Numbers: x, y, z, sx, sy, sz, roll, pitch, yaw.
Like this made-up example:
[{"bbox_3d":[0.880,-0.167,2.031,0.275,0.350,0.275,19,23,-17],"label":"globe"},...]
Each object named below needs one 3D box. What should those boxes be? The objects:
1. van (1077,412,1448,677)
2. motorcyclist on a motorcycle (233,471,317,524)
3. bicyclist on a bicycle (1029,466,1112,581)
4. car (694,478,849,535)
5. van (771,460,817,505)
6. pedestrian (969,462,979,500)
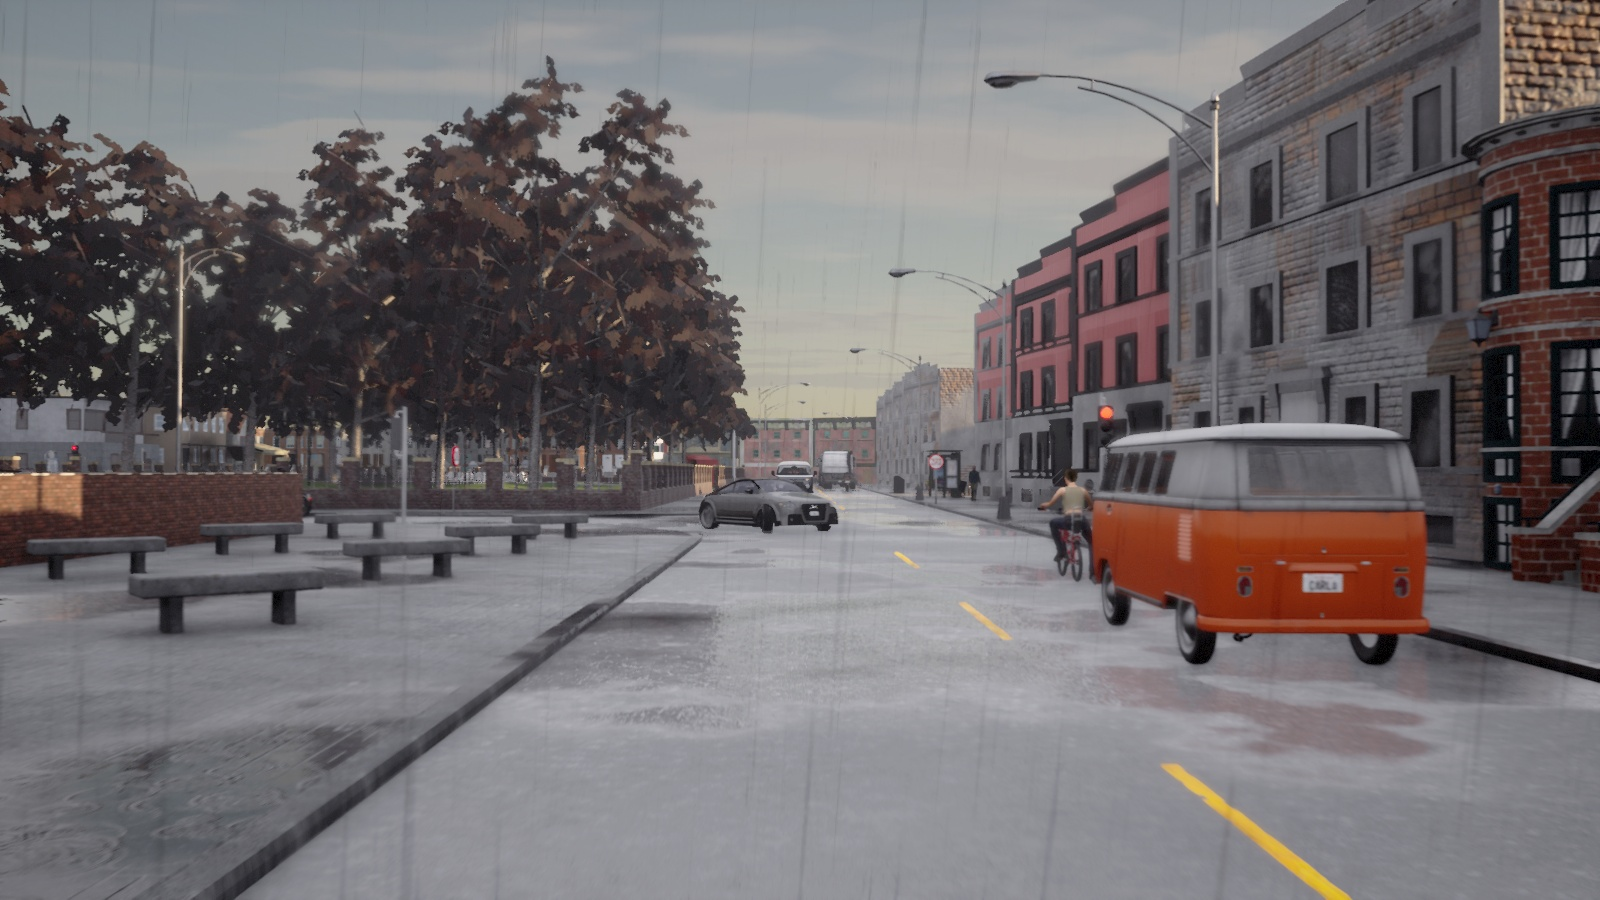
[{"bbox_3d":[3.965,0.748,11.665,1.775,1.987,4.442,0,-1,0],"label":"van"},{"bbox_3d":[-16.654,1.502,39.874,2.350,1.649,0.766,0,-1,-2],"label":"motorcyclist on a motorcycle"},{"bbox_3d":[3.942,1.045,18.401,0.866,1.612,1.509,0,-1,0],"label":"bicyclist on a bicycle"},{"bbox_3d":[-0.821,1.436,32.989,1.994,1.385,4.181,1,-1,-37],"label":"car"},{"bbox_3d":[-0.254,1.535,59.282,2.069,2.038,4.480,0,-1,0],"label":"van"},{"bbox_3d":[8.576,1.530,61.880,0.402,1.842,0.726,0,-1,2],"label":"pedestrian"}]
